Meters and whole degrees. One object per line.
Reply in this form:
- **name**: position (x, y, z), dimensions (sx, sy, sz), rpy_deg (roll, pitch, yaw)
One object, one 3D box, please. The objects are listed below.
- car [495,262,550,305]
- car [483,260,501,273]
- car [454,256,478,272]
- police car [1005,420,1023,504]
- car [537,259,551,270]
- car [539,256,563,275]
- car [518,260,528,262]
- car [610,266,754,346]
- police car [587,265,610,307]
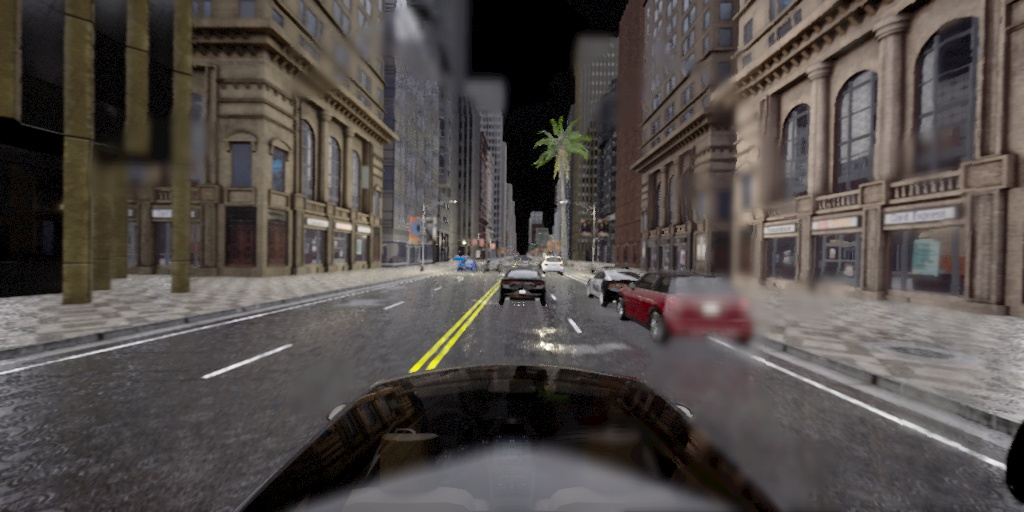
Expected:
- **car**: position (0.486, 1.232, 16.291), dimensions (1.882, 1.535, 5.008), rpy_deg (1, 0, 2)
- **car**: position (-2.170, 1.201, 41.158), dimensions (1.837, 1.490, 4.892), rpy_deg (1, 0, 2)
- **car**: position (-5.342, 1.117, 43.521), dimensions (1.882, 1.535, 5.008), rpy_deg (1, 0, 2)
- **police car**: position (4.106, 1.246, 0.104), dimensions (1.930, 1.638, 5.238), rpy_deg (1, 0, 2)
- **car**: position (4.830, 1.312, 54.211), dimensions (1.837, 1.490, 4.892), rpy_deg (1, 0, 2)
- **car**: position (4.408, 1.032, 39.648), dimensions (2.150, 2.045, 5.566), rpy_deg (1, 0, 2)
- **car**: position (1.439, 1.244, 46.687), dimensions (2.128, 1.511, 4.902), rpy_deg (1, 0, 2)
- **car**: position (4.416, 1.174, 9.959), dimensions (2.097, 1.767, 4.553), rpy_deg (1, 0, 2)
- **police car**: position (4.607, 1.250, 16.097), dimensions (1.930, 1.638, 5.238), rpy_deg (1, 0, 2)
